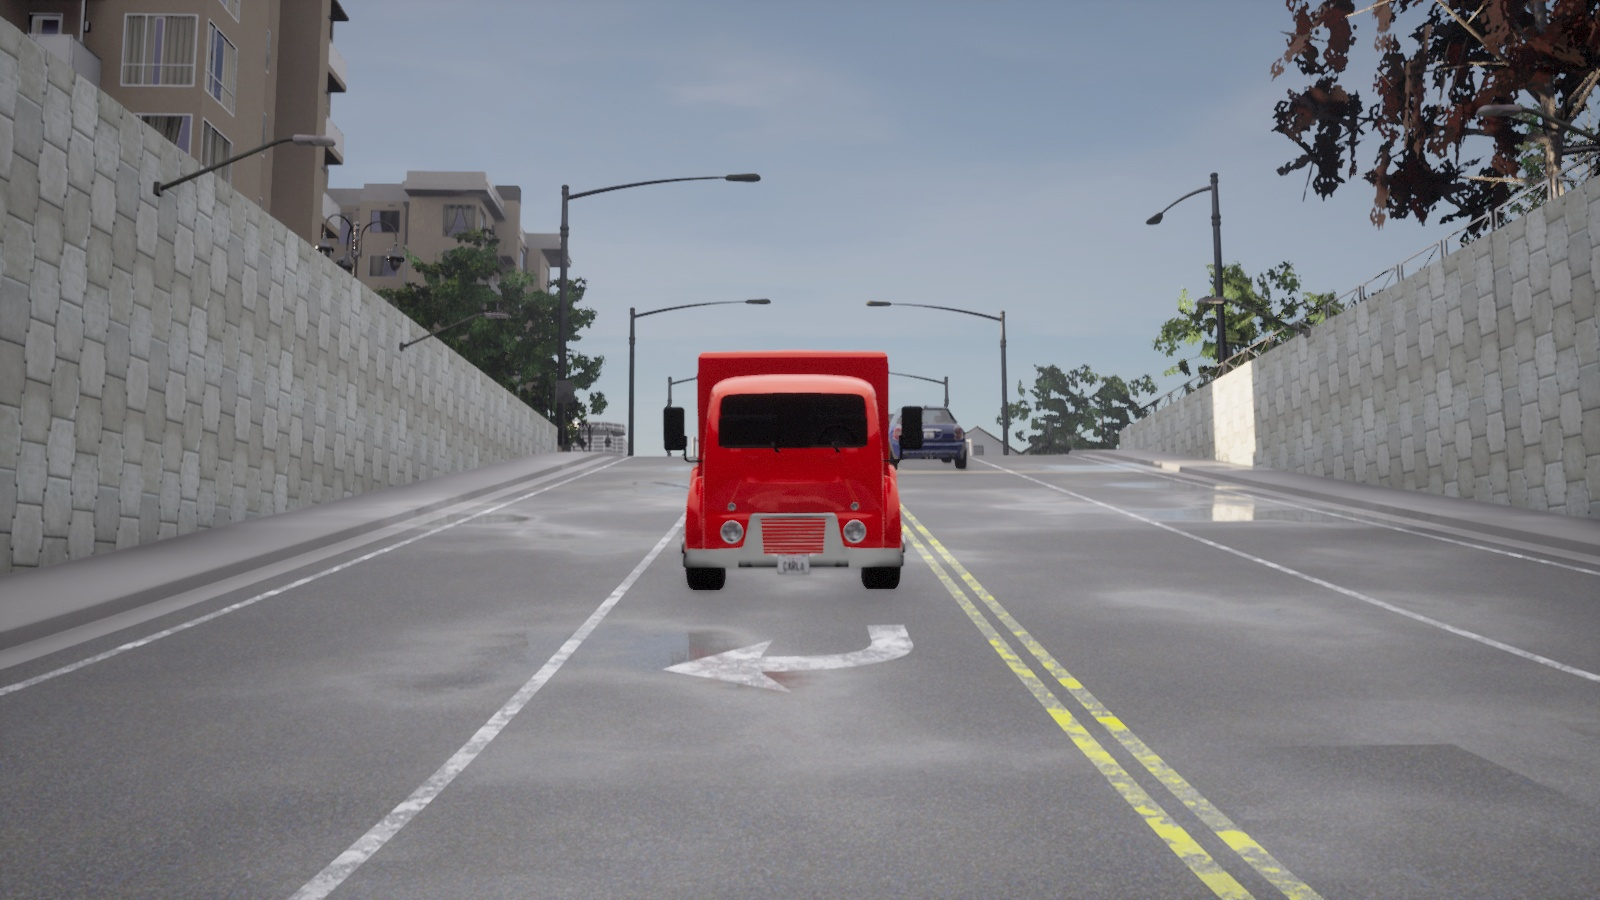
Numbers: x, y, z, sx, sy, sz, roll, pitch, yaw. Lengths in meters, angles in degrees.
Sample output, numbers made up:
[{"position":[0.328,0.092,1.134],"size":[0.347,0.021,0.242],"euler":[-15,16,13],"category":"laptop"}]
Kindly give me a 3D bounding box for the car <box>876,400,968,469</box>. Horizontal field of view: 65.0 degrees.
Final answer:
[{"position":[3.340,-0.485,35.115],"size":[2.097,1.767,4.553],"euler":[-1,3,0],"category":"car"}]

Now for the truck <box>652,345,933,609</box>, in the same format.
[{"position":[-0.075,0.125,14.466],"size":[2.627,2.467,5.204],"euler":[-1,3,0],"category":"truck"}]
